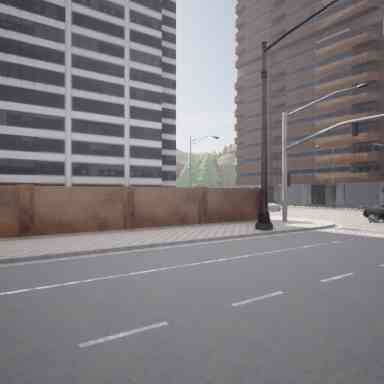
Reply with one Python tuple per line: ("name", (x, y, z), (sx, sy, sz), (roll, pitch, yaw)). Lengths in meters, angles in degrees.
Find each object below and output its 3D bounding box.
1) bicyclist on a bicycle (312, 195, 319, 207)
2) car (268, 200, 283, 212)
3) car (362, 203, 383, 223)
("bicyclist on a bicycle", (17.250, 1.301, 46.287), (1.656, 1.620, 0.582), (0, 0, -36))
("car", (8.242, 1.526, 38.329), (1.812, 1.442, 4.674), (0, 0, -36))
("car", (14.659, 1.493, 23.423), (2.128, 1.511, 4.902), (0, 0, -36))
